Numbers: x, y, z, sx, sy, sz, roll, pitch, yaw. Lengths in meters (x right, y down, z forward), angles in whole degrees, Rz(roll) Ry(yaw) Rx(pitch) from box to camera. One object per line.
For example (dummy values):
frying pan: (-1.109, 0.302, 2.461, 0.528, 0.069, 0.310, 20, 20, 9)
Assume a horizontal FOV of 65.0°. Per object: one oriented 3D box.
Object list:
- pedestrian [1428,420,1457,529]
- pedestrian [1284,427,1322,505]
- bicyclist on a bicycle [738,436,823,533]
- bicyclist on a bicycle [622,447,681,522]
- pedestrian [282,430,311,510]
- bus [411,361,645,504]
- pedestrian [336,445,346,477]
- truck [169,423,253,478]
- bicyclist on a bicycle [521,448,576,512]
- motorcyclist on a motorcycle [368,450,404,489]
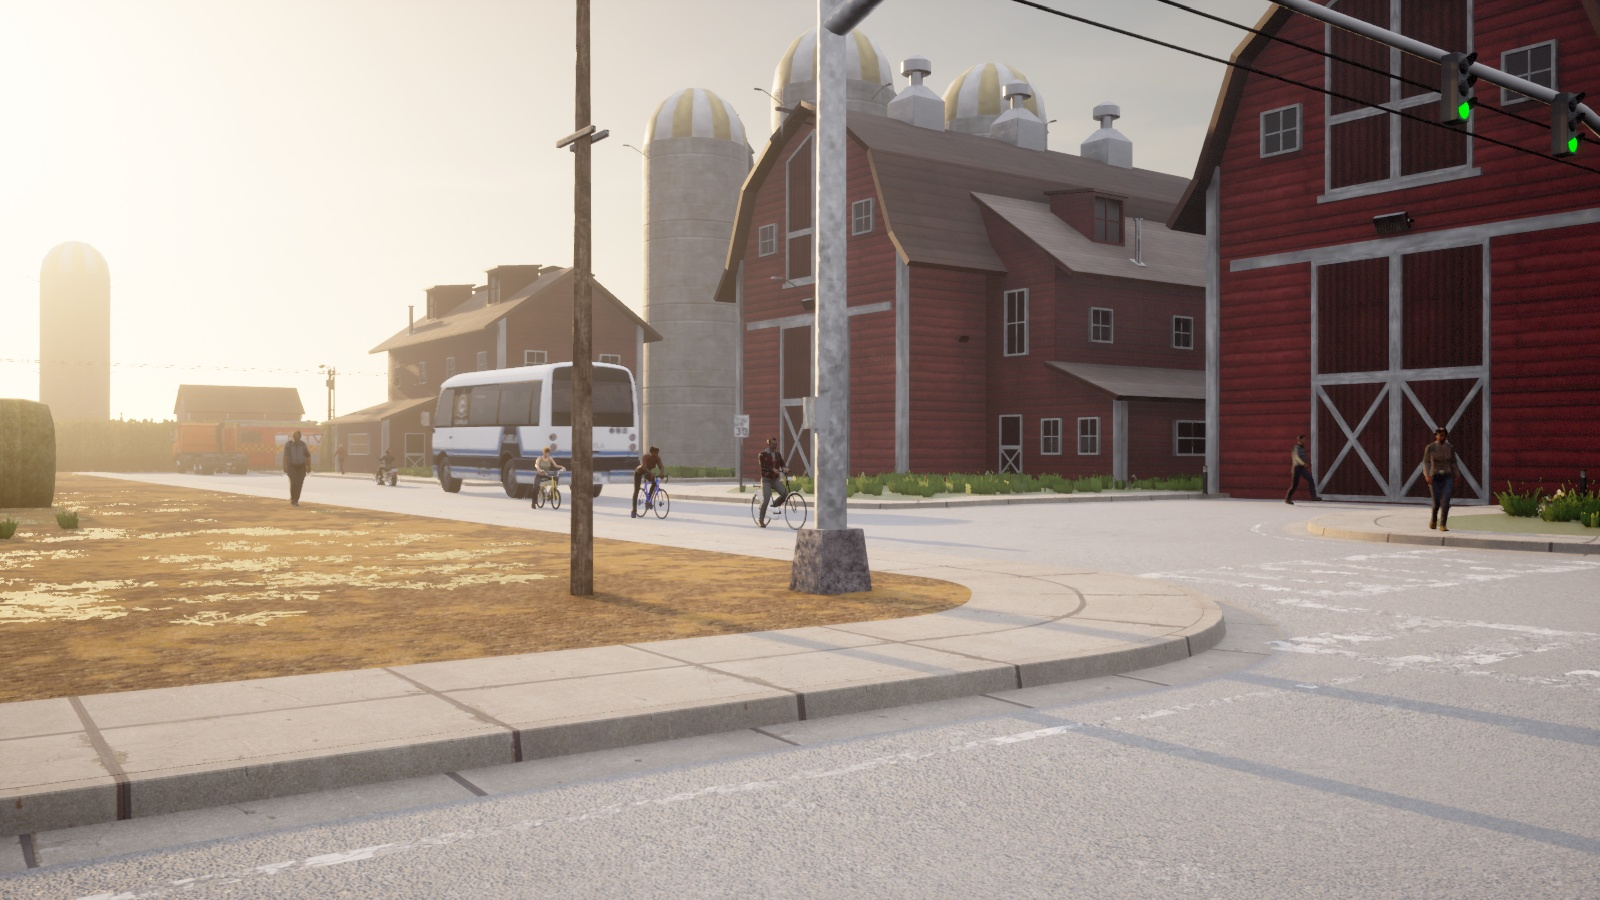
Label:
pedestrian: (10.886, 0.402, 21.285, 0.328, 1.805, 0.869, 0, 0, 20)
pedestrian: (12.777, 0.411, 31.899, 0.423, 1.949, 0.788, 0, 0, -35)
bicyclist on a bicycle: (-0.399, 0.641, 24.027, 0.659, 1.776, 1.843, -1, 0, -36)
bicyclist on a bicycle: (-3.331, 0.747, 28.083, 0.582, 1.620, 1.656, 0, 0, -36)
pedestrian: (-11.924, 0.469, 29.738, 0.540, 1.848, 0.694, 0, 0, -29)
bus: (-9.480, -0.563, 42.546, 3.944, 4.253, 10.273, 0, 1, -36)
pedestrian: (-26.531, 0.614, 72.578, 0.331, 1.846, 0.636, 0, 0, -37)
truck: (-38.766, 0.022, 82.511, 2.891, 3.462, 7.936, 0, 0, -41)
bicyclist on a bicycle: (-6.515, 0.748, 32.483, 0.866, 1.612, 1.509, 0, 0, -36)
motorcyclist on a motorcycle: (-17.857, 0.839, 54.129, 0.766, 1.649, 2.350, 0, 0, -36)
